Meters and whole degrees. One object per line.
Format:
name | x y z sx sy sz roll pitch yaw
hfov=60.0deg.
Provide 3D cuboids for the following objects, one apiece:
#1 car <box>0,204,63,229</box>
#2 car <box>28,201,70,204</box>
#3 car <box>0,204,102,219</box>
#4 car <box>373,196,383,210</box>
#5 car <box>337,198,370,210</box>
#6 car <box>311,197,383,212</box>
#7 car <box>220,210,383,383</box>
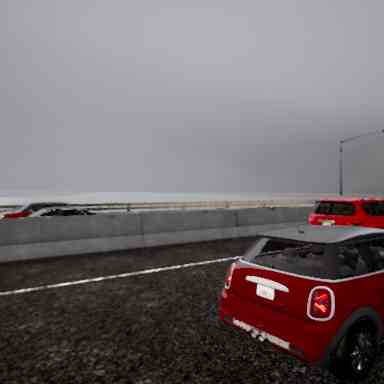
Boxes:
car | -10.959 1.565 21.960 4.181 1.385 1.994 0 0 -35
car | -8.953 1.353 19.092 4.553 1.767 2.097 0 0 -35
car | -6.819 1.506 16.314 4.892 1.490 1.837 0 0 -35
car | 25.809 1.370 43.386 4.553 1.767 2.097 0 0 -34
car | 21.930 1.524 44.976 4.892 1.490 1.837 0 0 -34
car | 6.739 1.227 12.811 5.566 2.045 2.150 0 0 -35
car | 2.710 1.354 5.666 4.553 1.767 2.097 0 0 -35
